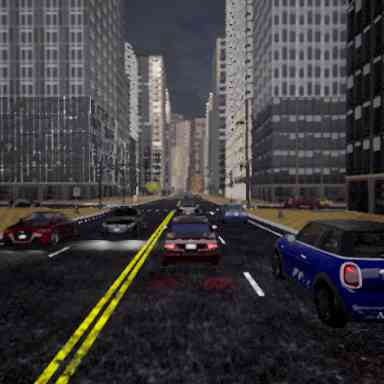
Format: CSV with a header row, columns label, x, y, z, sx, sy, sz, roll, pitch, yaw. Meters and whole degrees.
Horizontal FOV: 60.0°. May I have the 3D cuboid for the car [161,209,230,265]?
label,x,y,z,sx,sy,sz,roll,pitch,yaw
car,-0.064,1.566,11.761,2.033,1.411,5.357,0,0,-1

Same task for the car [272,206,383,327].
label,x,y,z,sx,sy,sz,roll,pitch,yaw
car,3.233,1.358,7.223,2.097,1.767,4.553,0,0,-1

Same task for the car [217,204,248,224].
label,x,y,z,sx,sy,sz,roll,pitch,yaw
car,2.976,1.576,25.194,2.033,1.411,5.357,0,0,-1

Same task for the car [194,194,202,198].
label,x,y,z,sx,sy,sz,roll,pitch,yaw
car,1.805,1.379,92.882,1.882,1.535,5.008,0,0,-1

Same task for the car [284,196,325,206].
label,x,y,z,sx,sy,sz,roll,pitch,yaw
car,15.484,1.561,46.886,5.009,1.841,2.192,0,0,0

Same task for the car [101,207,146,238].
label,x,y,z,sx,sy,sz,roll,pitch,yaw
car,-3.614,1.559,18.209,1.812,1.442,4.674,0,0,-1

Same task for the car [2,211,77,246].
label,x,y,z,sx,sy,sz,roll,pitch,yaw
car,-6.820,1.600,15.332,1.994,1.385,4.181,0,0,-1

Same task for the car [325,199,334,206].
label,x,y,z,sx,sy,sz,roll,pitch,yaw
car,20.962,1.687,55.260,4.829,1.417,1.752,0,0,0

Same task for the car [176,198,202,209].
label,x,y,z,sx,sy,sz,roll,pitch,yaw
car,-0.336,1.529,29.060,2.128,1.511,4.902,0,0,-1

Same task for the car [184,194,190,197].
label,x,y,z,sx,sy,sz,roll,pitch,yaw
car,-1.438,1.390,92.415,1.837,1.490,4.892,0,0,-1

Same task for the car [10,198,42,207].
label,x,y,z,sx,sy,sz,roll,pitch,yaw
car,-23.446,1.537,46.801,4.313,1.339,1.947,0,0,0
